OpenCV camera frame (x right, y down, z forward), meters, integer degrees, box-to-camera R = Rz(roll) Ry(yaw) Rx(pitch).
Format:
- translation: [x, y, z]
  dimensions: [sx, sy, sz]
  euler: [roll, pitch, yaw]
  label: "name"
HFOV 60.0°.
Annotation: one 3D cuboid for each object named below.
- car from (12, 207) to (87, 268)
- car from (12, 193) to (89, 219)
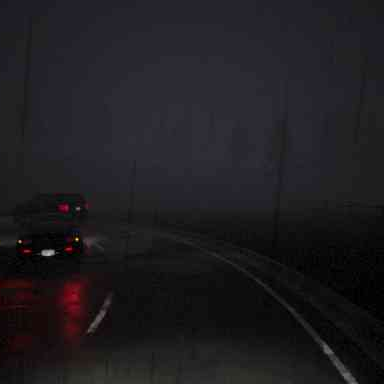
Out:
- translation: [-4.644, 1.446, 11.058]
  dimensions: [1.812, 1.442, 4.674]
  euler: [1, 0, -20]
  label: "car"
- translation: [-9.034, 1.069, 21.159]
  dimensions: [5.566, 2.045, 2.150]
  euler: [0, 0, 32]
  label: "car"
